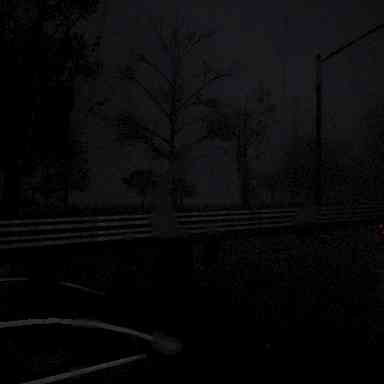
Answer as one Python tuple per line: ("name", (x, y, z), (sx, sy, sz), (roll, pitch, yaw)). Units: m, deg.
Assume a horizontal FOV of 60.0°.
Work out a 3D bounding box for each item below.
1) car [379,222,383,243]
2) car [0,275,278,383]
("car", (9.919, 1.527, 14.365), (4.674, 1.442, 1.812), (0, 0, -33))
("car", (-1.394, 1.491, 2.680), (4.902, 1.511, 2.128), (0, 0, -34))
